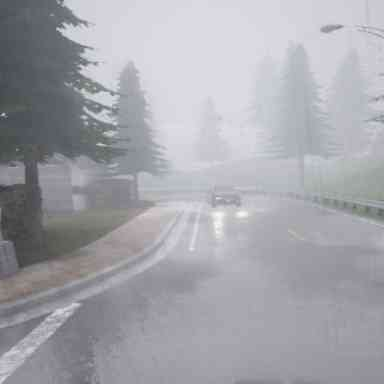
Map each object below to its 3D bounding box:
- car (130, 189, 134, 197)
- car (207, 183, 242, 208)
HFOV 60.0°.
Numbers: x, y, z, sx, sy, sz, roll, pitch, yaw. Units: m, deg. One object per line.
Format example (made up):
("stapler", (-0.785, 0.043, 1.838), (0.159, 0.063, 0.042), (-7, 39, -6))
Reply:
("car", (-8.304, 0.033, 35.229), (4.718, 1.301, 1.895), (-2, 3, 6))
("car", (2.072, 0.180, 22.563), (1.837, 1.490, 4.892), (-2, 3, -3))
